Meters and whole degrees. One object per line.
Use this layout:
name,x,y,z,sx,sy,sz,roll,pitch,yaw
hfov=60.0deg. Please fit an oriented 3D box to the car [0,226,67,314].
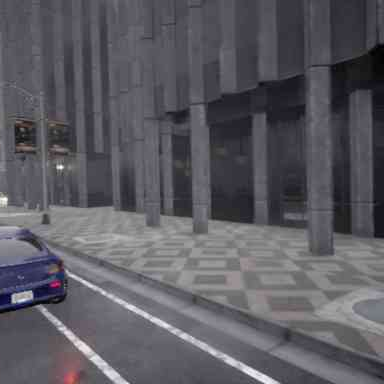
car,-4.096,1.446,6.900,1.812,1.442,4.674,-3,2,-40
